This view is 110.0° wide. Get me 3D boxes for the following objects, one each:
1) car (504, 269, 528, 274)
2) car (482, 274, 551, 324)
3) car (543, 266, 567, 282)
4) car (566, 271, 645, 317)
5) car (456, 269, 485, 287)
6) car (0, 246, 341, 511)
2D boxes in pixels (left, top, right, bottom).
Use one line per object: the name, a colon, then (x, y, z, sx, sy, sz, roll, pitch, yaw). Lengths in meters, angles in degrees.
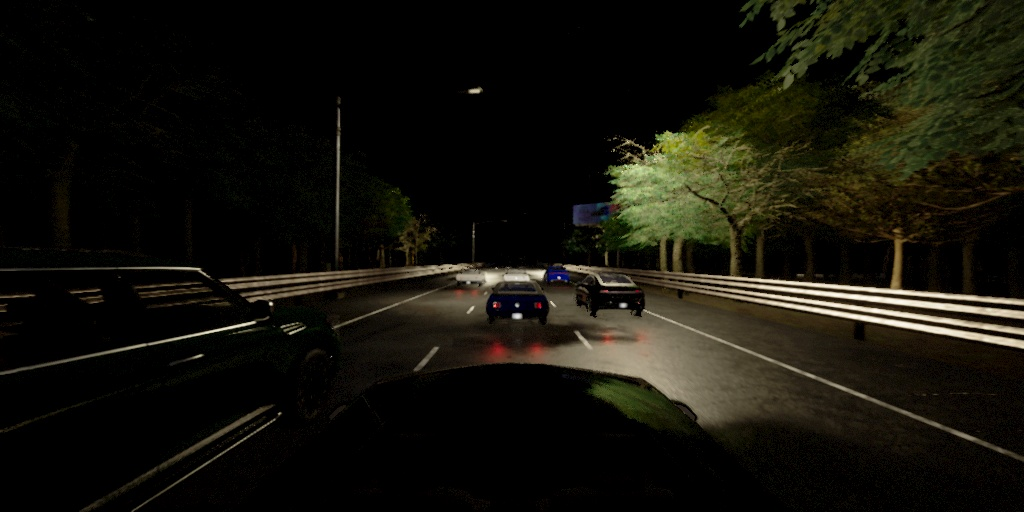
car: (0.327, 1.707, 28.486, 1.895, 1.301, 4.718, 0, -1, 1)
car: (0.184, 1.506, 12.781, 1.895, 1.301, 4.718, 0, -1, 1)
car: (3.856, 1.650, 31.630, 1.882, 1.535, 5.008, 0, -1, 1)
car: (3.699, 1.439, 14.251, 2.128, 1.511, 4.902, 0, -1, 1)
car: (-3.172, 1.684, 28.549, 1.895, 1.301, 4.718, 0, -1, 1)
car: (-3.417, 0.961, 2.520, 2.150, 2.045, 5.566, 0, 0, 1)
